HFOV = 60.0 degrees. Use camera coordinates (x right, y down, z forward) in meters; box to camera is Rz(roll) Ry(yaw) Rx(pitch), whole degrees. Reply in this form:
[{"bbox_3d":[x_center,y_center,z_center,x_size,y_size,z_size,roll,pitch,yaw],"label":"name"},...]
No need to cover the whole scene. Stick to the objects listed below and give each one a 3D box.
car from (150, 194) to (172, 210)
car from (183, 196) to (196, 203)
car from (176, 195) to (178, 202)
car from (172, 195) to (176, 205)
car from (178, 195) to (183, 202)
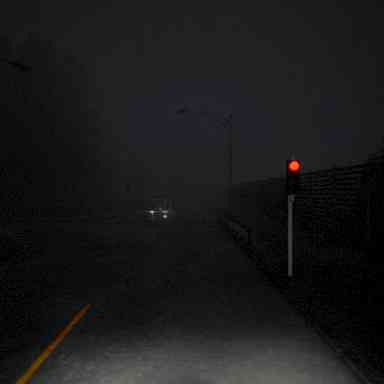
[{"bbox_3d":[-4.209,1.221,43.912,2.150,2.045,5.566,0,0,0],"label":"car"},{"bbox_3d":[-0.280,1.526,67.646,1.812,1.442,4.674,0,0,-5],"label":"car"},{"bbox_3d":[-4.193,1.525,63.957,1.812,1.442,4.674,0,0,0],"label":"car"},{"bbox_3d":[-4.221,1.352,53.763,2.097,1.767,4.553,0,0,0],"label":"car"},{"bbox_3d":[-3.905,1.500,77.012,4.892,1.490,1.837,0,0,40],"label":"car"}]
